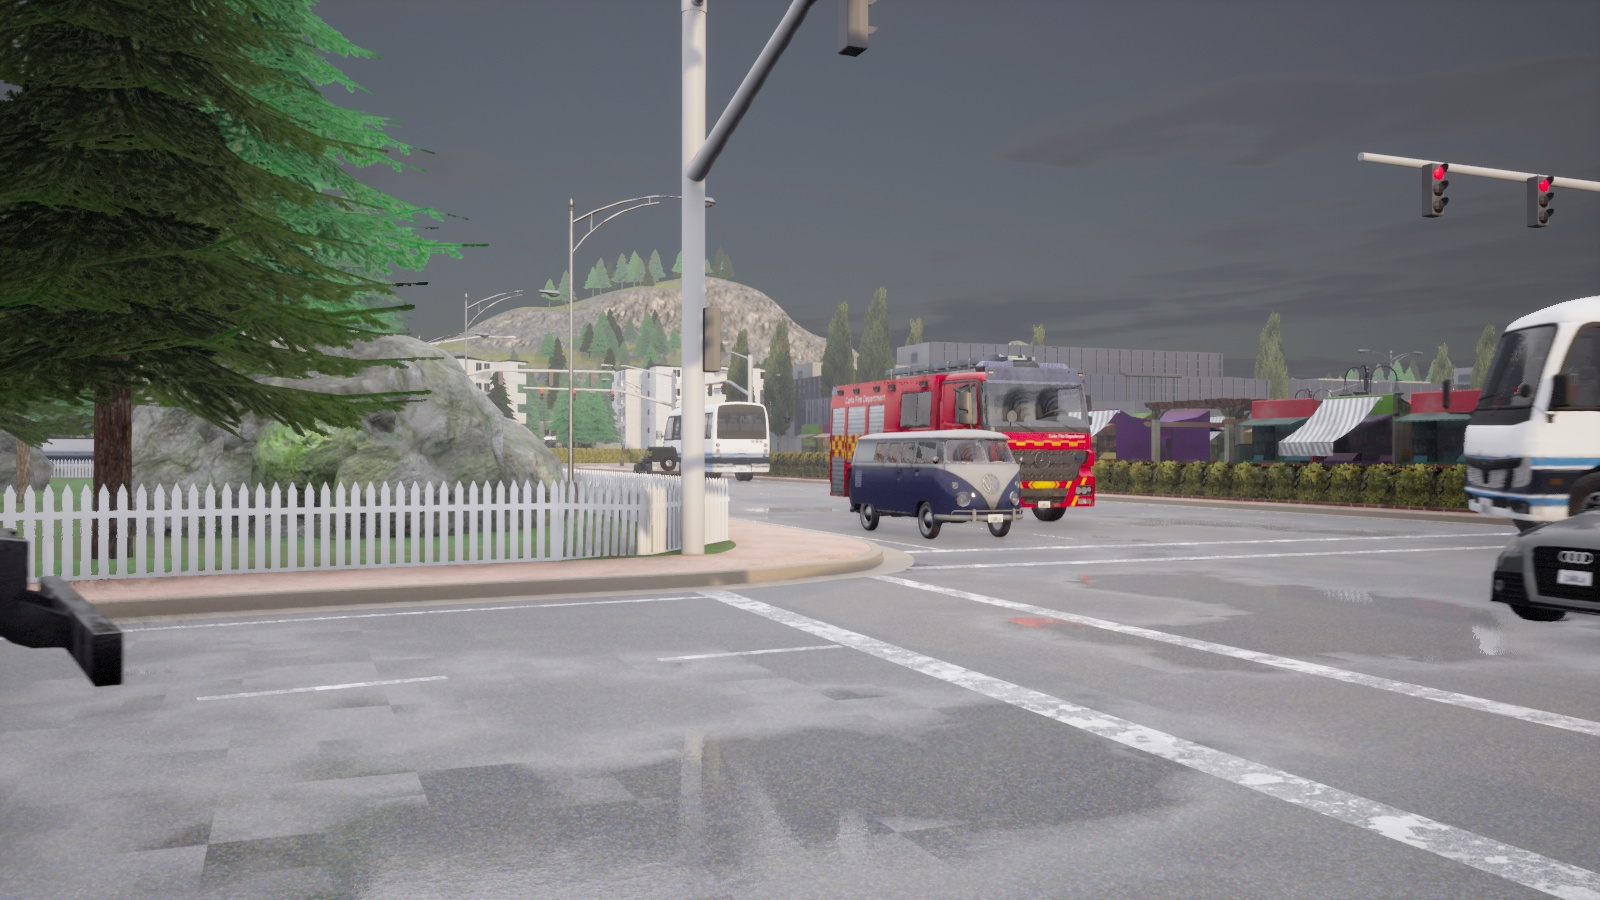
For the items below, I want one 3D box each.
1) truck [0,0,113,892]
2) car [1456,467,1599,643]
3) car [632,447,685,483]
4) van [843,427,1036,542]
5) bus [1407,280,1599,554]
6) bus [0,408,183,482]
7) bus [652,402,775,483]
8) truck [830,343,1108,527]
[{"bbox_3d":[-6.537,-0.215,3.389,7.936,3.462,2.891,0,0,-35],"label":"truck"},{"bbox_3d":[8.195,0.854,11.135,4.181,1.385,1.994,0,0,-22],"label":"car"},{"bbox_3d":[-7.748,0.780,68.369,1.905,1.878,3.866,0,0,-22],"label":"car"},{"bbox_3d":[2.553,0.607,24.141,1.775,1.987,4.442,0,0,-22],"label":"van"},{"bbox_3d":[16.029,-0.572,20.669,10.273,4.253,3.944,0,1,14],"label":"bus"},{"bbox_3d":[-42.870,-0.301,75.260,10.273,4.253,3.944,0,0,-21],"label":"bus"},{"bbox_3d":[-5.085,-0.391,71.120,3.944,4.253,10.273,0,0,-22],"label":"bus"},{"bbox_3d":[3.741,-0.298,30.549,2.891,3.827,8.468,0,0,-22],"label":"truck"}]
